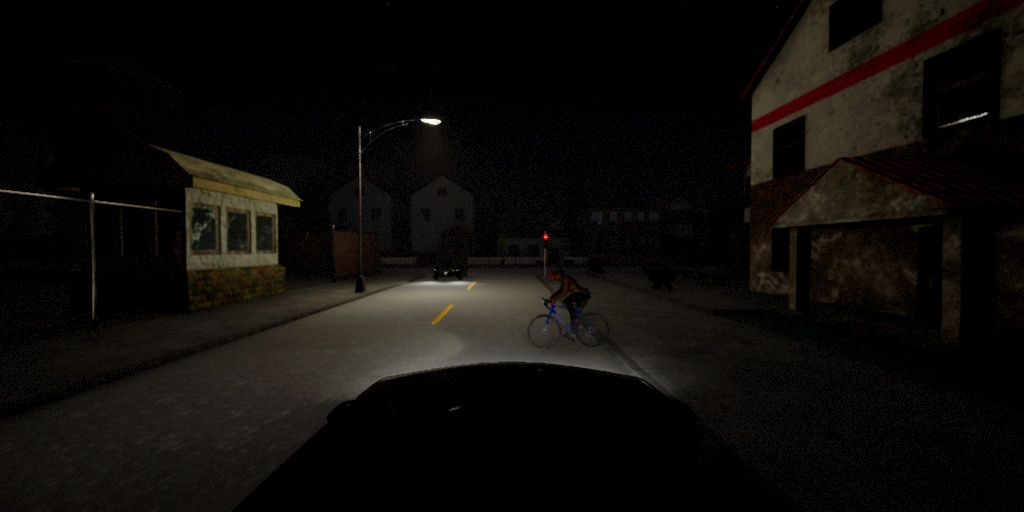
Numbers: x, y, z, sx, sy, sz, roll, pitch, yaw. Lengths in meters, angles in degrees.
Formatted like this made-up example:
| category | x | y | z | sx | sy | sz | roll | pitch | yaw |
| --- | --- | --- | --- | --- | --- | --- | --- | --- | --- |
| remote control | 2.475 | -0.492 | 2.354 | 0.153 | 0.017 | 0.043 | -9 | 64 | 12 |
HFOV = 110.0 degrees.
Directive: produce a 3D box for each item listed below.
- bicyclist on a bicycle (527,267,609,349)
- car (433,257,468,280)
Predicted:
| category | x | y | z | sx | sy | sz | roll | pitch | yaw |
| --- | --- | --- | --- | --- | --- | --- | --- | --- | --- |
| bicyclist on a bicycle | 1.114 | 1.049 | 7.248 | 1.656 | 1.620 | 0.582 | -2 | -2 | 0 |
| car | -4.199 | 0.805 | 24.964 | 1.837 | 1.490 | 4.892 | 0 | 1 | 0 |
